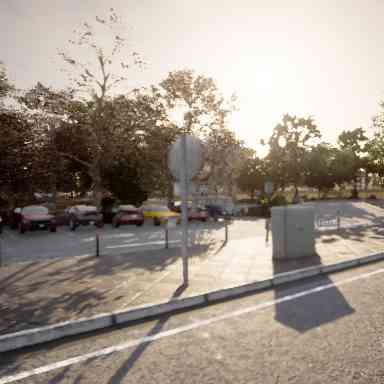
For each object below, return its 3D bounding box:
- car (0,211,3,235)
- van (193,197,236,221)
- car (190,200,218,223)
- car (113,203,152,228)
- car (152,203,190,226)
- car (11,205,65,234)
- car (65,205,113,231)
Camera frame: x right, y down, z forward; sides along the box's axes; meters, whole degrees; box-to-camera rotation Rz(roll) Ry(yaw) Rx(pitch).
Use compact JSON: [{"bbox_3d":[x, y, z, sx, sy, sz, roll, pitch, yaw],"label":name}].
[{"bbox_3d":[-11.811,1.406,18.332,2.185,1.767,4.553,0,0,-36],"label":"car"},{"bbox_3d":[1.820,1.398,27.897,1.878,1.987,4.442,0,0,-36],"label":"van"},{"bbox_3d":[-0.523,1.637,26.402,2.163,1.488,4.792,0,0,-36],"label":"car"},{"bbox_3d":[-5.038,1.606,23.172,2.163,1.488,4.792,0,0,-36],"label":"car"},{"bbox_3d":[-2.656,1.589,24.611,1.946,1.575,5.366,0,0,-36],"label":"car"},{"bbox_3d":[-9.539,1.546,19.926,2.097,1.535,5.008,0,0,-36],"label":"car"},{"bbox_3d":[-7.275,1.562,21.530,2.231,1.521,4.892,0,0,-36],"label":"car"}]
